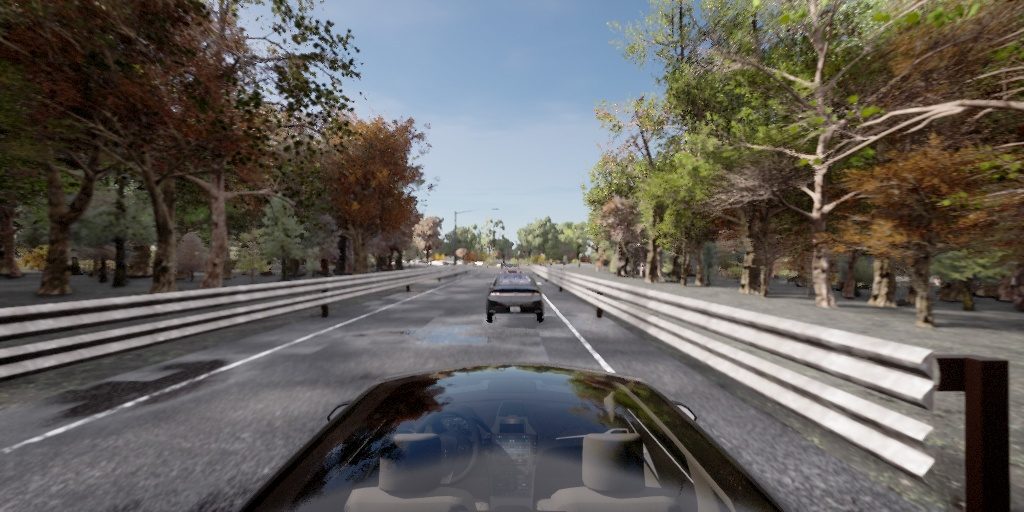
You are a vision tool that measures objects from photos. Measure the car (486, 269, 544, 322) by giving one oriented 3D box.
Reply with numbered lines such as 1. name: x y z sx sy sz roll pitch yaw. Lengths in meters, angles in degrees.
1. car: 0.093 1.380 13.013 2.128 1.511 4.902 0 -1 0

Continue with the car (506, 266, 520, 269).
1. car: 0.092 1.823 40.799 1.895 1.301 4.718 0 -1 0
